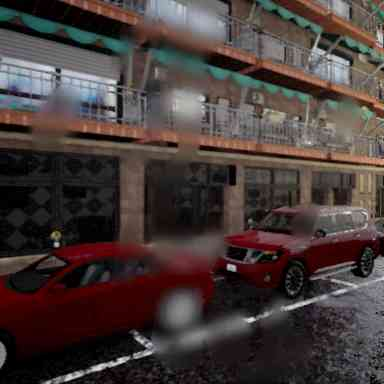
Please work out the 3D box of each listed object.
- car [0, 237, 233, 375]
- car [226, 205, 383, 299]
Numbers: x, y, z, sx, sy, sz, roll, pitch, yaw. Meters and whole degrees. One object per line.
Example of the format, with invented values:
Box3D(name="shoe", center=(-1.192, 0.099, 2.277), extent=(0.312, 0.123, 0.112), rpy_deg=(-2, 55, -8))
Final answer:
Box3D(name="car", center=(-1.709, 1.544, 5.335), extent=(4.507, 1.381, 1.887), rpy_deg=(0, 0, -36))
Box3D(name="car", center=(2.903, 1.312, 8.625), extent=(5.009, 1.841, 2.192), rpy_deg=(0, 0, -36))
